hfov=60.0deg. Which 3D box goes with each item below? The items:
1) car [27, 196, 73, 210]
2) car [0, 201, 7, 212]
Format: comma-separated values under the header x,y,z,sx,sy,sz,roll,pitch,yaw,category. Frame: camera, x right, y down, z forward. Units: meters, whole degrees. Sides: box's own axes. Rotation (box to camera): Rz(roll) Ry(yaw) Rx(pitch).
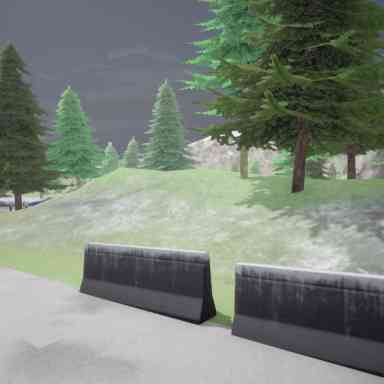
x,y,z,sx,sy,sz,roll,pitch,yaw,category
-18.462,1.374,42.803,5.008,1.535,1.882,0,0,-42,car
-21.870,1.398,34.400,2.128,1.511,4.902,0,0,42,car
